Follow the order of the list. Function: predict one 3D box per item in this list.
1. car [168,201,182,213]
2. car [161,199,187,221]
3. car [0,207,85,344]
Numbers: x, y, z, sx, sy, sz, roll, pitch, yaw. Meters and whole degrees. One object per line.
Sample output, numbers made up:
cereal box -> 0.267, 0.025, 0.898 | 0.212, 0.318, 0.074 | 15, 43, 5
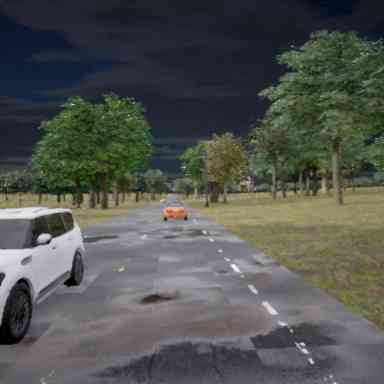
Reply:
car -> -2.378, 2.053, 45.891 | 1.812, 1.442, 4.674 | -1, -1, -3
car -> -1.575, 1.708, 31.671 | 2.097, 1.767, 4.553 | -1, -1, -3
car -> -3.891, 1.386, 6.961 | 2.150, 2.045, 5.566 | -1, -1, -3
